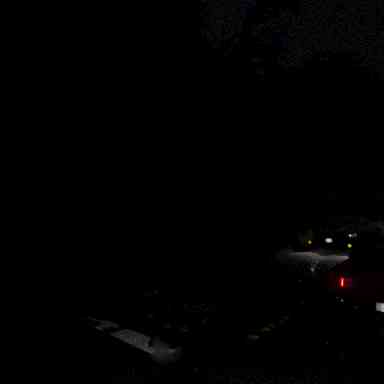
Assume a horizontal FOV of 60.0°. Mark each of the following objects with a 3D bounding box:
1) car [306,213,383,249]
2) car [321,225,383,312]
[{"bbox_3d":[6.340,1.592,13.708,1.994,1.385,4.181,-1,-1,42],"label":"car"},{"bbox_3d":[4.621,1.595,7.070,1.895,1.301,4.718,-1,-1,41],"label":"car"}]
